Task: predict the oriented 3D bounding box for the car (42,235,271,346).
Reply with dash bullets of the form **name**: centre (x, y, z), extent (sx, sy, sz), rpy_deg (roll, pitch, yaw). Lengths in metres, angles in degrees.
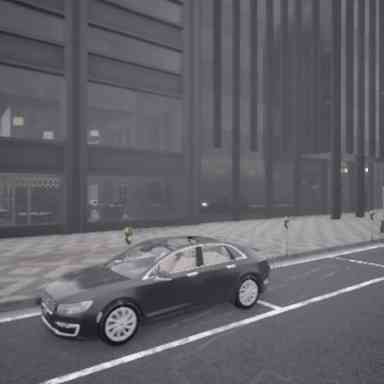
- **car**: centre (-0.409, 1.550, 6.241), extent (4.403, 1.369, 2.008), rpy_deg (0, 0, -36)
